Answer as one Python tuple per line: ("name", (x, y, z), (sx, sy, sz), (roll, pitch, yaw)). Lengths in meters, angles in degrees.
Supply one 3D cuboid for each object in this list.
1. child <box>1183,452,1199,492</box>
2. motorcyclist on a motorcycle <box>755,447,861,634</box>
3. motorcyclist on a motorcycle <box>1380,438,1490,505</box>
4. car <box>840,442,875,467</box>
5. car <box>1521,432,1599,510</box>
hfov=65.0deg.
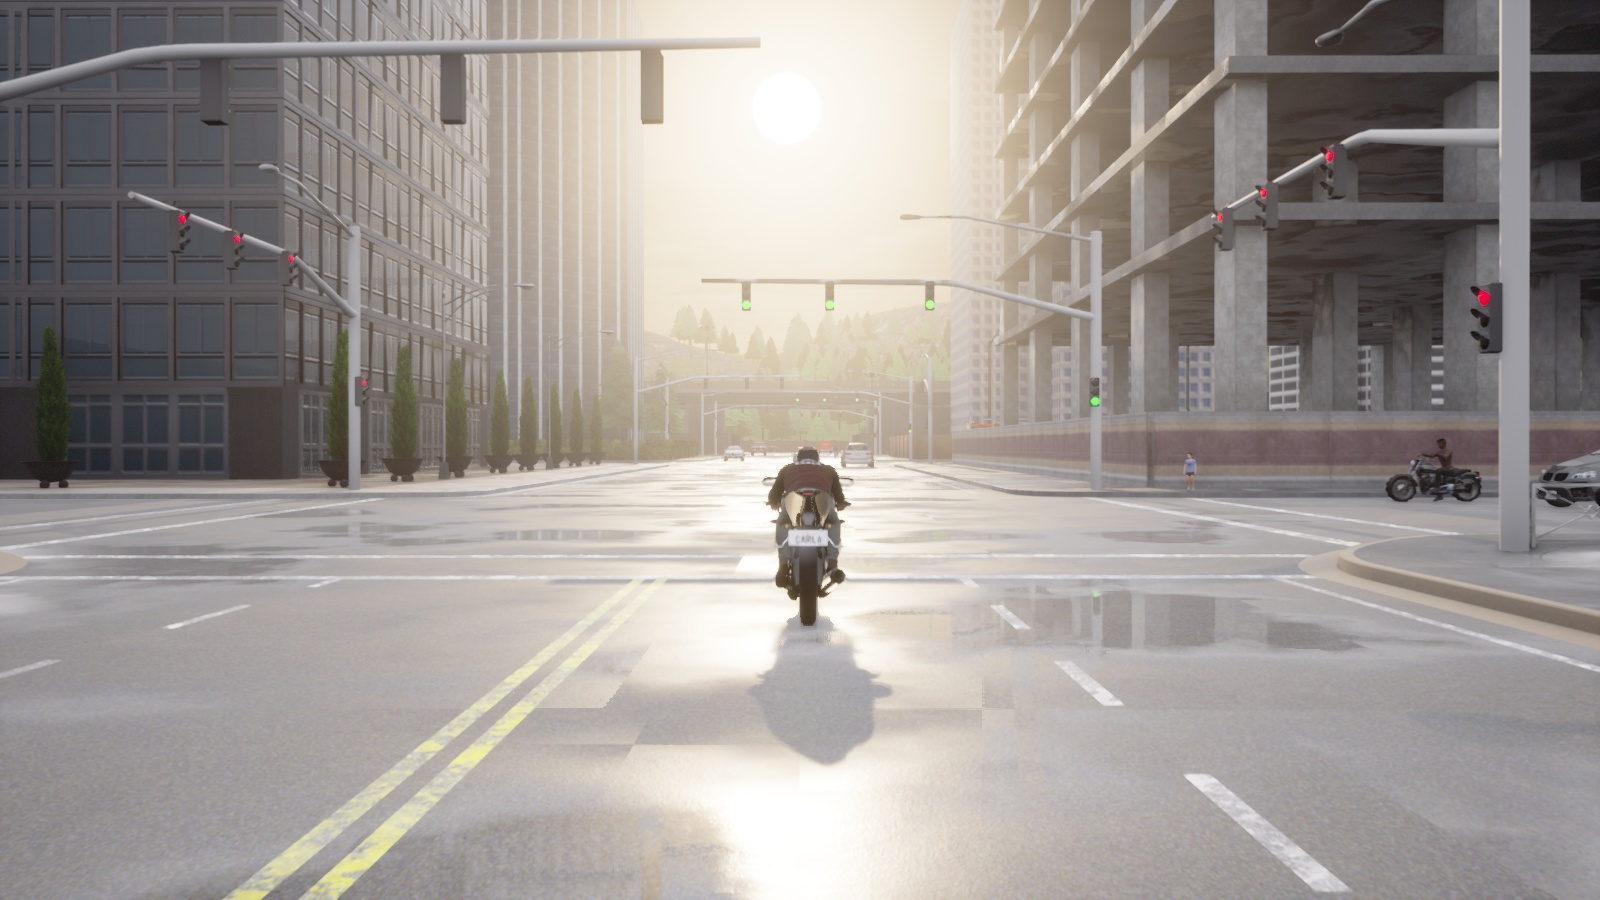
("child", (10.751, 0.606, 34.554), (0.394, 1.110, 0.255), (0, 0, -43))
("motorcyclist on a motorcycle", (0.072, 0.741, 11.375), (0.866, 1.530, 2.191), (0, 0, 0))
("motorcyclist on a motorcycle", (15.920, 0.540, 31.515), (2.350, 1.649, 0.766), (0, 0, 0))
("car", (3.953, 0.279, 87.138), (2.242, 1.667, 4.611), (0, 0, 0))
("car", (19.040, 0.449, 28.011), (4.611, 1.667, 2.242), (0, 0, 0))
